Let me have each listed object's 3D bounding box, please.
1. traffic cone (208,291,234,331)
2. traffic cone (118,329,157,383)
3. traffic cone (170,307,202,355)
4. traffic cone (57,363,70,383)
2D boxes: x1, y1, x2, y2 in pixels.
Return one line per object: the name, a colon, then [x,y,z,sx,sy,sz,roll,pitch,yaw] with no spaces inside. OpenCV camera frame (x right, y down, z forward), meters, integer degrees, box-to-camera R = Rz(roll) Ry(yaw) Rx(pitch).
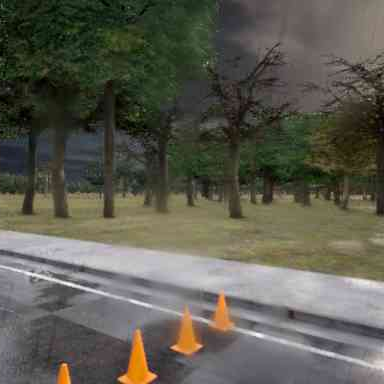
traffic cone: [0.500,1.980,5.668,0.340,0.580,0.340,0,0,36]
traffic cone: [-0.664,1.971,4.041,0.340,0.580,0.340,0,0,36]
traffic cone: [-0.082,1.975,4.855,0.340,0.580,0.340,0,0,36]
traffic cone: [-1.246,1.967,3.228,0.340,0.580,0.340,0,0,36]
